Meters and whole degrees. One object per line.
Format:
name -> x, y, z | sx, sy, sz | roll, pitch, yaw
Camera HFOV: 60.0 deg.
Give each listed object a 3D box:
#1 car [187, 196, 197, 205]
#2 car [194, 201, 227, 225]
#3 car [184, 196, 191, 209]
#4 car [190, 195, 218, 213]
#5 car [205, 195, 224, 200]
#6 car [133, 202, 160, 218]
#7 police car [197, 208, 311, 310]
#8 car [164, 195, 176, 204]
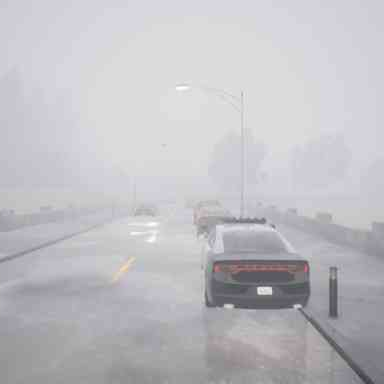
car -> 0.000, 1.499, 58.648 | 1.837, 1.490, 4.892 | 0, 0, 0
car -> 1.199, 1.476, 17.959 | 1.882, 1.535, 5.008 | 0, 0, 0
car -> 0.012, 1.487, 44.786 | 2.128, 1.511, 4.902 | 0, 0, 1
car -> 1.146, 1.298, 23.929 | 2.097, 1.767, 4.553 | -3, 0, 0
car -> 6.310, 1.446, 93.406 | 5.357, 1.415, 2.033 | 0, 0, -40
car -> -4.101, 1.598, 30.390 | 1.895, 1.301, 4.718 | 0, 0, 0
police car -> 1.200, 1.425, 8.069 | 1.930, 1.638, 5.238 | 0, 0, 0
car -> -4.008, 1.351, 61.080 | 2.097, 1.767, 4.553 | 0, -1, 0
